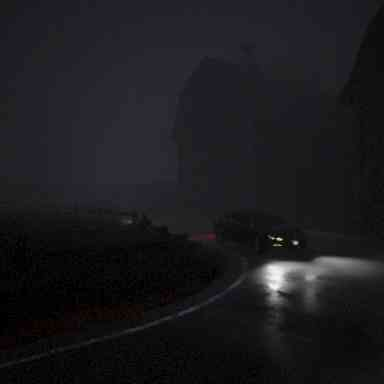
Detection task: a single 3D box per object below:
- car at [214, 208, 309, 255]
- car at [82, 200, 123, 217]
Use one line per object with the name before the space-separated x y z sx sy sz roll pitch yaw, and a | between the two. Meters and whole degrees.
car | 2.554 1.455 13.408 1.837 1.490 4.892 0 0 -23
car | -7.464 1.408 27.406 1.882 1.535 5.008 0 0 -38
